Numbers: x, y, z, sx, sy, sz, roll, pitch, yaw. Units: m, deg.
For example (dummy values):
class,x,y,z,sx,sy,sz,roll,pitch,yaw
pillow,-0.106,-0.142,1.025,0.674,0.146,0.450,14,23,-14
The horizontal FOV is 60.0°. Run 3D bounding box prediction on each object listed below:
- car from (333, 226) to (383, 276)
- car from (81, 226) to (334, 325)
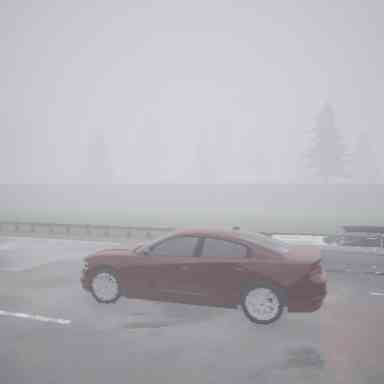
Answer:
class,x,y,z,sx,sy,sz,roll,pitch,yaw
car,4.297,1.595,9.180,4.718,1.301,1.895,0,0,19
car,0.108,1.464,6.891,5.008,1.535,1.882,0,0,19
